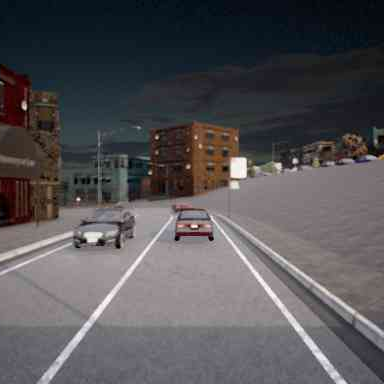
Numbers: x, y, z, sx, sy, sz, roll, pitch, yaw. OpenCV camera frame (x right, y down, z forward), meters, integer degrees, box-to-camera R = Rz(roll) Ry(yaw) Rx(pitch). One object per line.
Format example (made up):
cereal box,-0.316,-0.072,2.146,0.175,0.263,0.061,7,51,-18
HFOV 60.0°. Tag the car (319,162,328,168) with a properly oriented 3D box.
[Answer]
car,21.725,-4.069,52.712,2.231,1.521,4.892,0,1,-1

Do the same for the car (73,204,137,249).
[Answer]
car,-3.616,1.483,14.510,2.128,1.511,4.902,0,0,0

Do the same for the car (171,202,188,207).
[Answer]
car,-1.414,1.847,40.211,1.895,1.301,4.718,0,-1,-11

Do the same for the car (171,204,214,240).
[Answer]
car,0.097,1.543,16.960,2.033,1.411,5.357,0,0,0

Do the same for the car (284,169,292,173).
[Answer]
car,21.365,-4.234,69.142,2.002,1.452,4.674,0,1,-1

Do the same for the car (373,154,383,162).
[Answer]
car,22.441,-3.784,36.115,2.097,1.535,5.008,0,1,-4

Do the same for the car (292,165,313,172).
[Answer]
car,21.485,-4.332,63.648,2.185,1.767,4.553,0,1,-1

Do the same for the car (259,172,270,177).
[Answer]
car,20.878,-4.520,91.348,2.231,1.521,4.892,0,1,-1

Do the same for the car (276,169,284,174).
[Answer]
car,21.241,-4.469,74.814,2.185,1.767,4.553,0,1,-1

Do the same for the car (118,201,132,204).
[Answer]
car,-11.452,2.308,56.529,1.837,1.490,4.892,0,-2,-29

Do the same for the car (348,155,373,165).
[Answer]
car,22.088,-3.848,41.652,2.002,1.452,4.674,0,1,-3

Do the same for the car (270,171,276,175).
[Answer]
car,21.120,-4.532,80.333,2.185,1.767,4.553,0,1,-1

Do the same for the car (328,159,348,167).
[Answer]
car,21.854,-3.988,47.194,2.231,1.521,4.892,0,1,-1
